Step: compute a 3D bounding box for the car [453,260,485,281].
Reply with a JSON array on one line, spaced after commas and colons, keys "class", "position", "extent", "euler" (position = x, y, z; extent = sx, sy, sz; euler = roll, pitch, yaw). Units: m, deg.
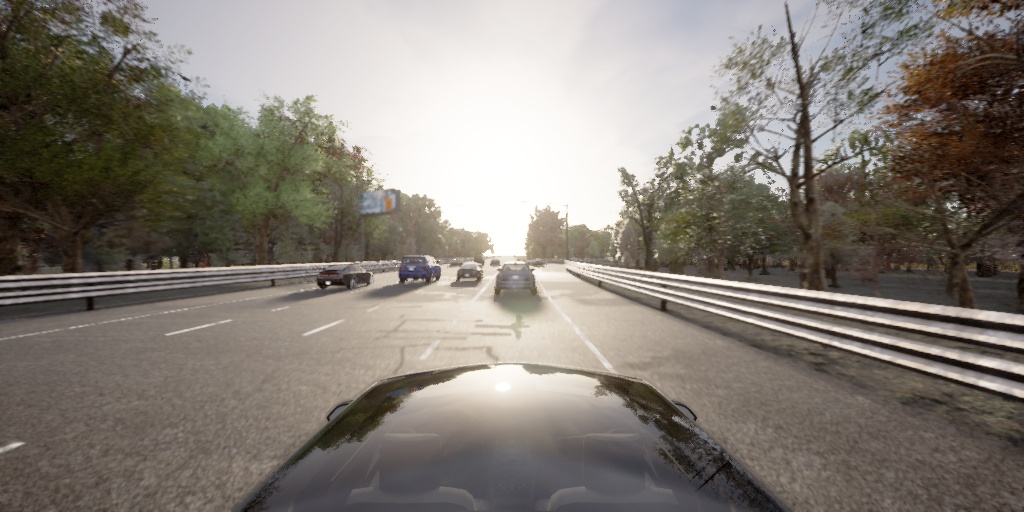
[{"class": "car", "position": [-3.389, 1.271, 29.407], "extent": [1.812, 1.442, 4.674], "euler": [0, 0, 0]}]

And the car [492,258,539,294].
[{"class": "car", "position": [0.234, 1.098, 20.238], "extent": [2.097, 1.767, 4.553], "euler": [0, 0, 1]}]

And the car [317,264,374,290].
[{"class": "car", "position": [-10.393, 1.253, 22.683], "extent": [1.837, 1.490, 4.892], "euler": [0, 0, 0]}]

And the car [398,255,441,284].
[{"class": "car", "position": [-6.891, 0.969, 27.270], "extent": [2.150, 2.045, 5.566], "euler": [0, 0, 0]}]
